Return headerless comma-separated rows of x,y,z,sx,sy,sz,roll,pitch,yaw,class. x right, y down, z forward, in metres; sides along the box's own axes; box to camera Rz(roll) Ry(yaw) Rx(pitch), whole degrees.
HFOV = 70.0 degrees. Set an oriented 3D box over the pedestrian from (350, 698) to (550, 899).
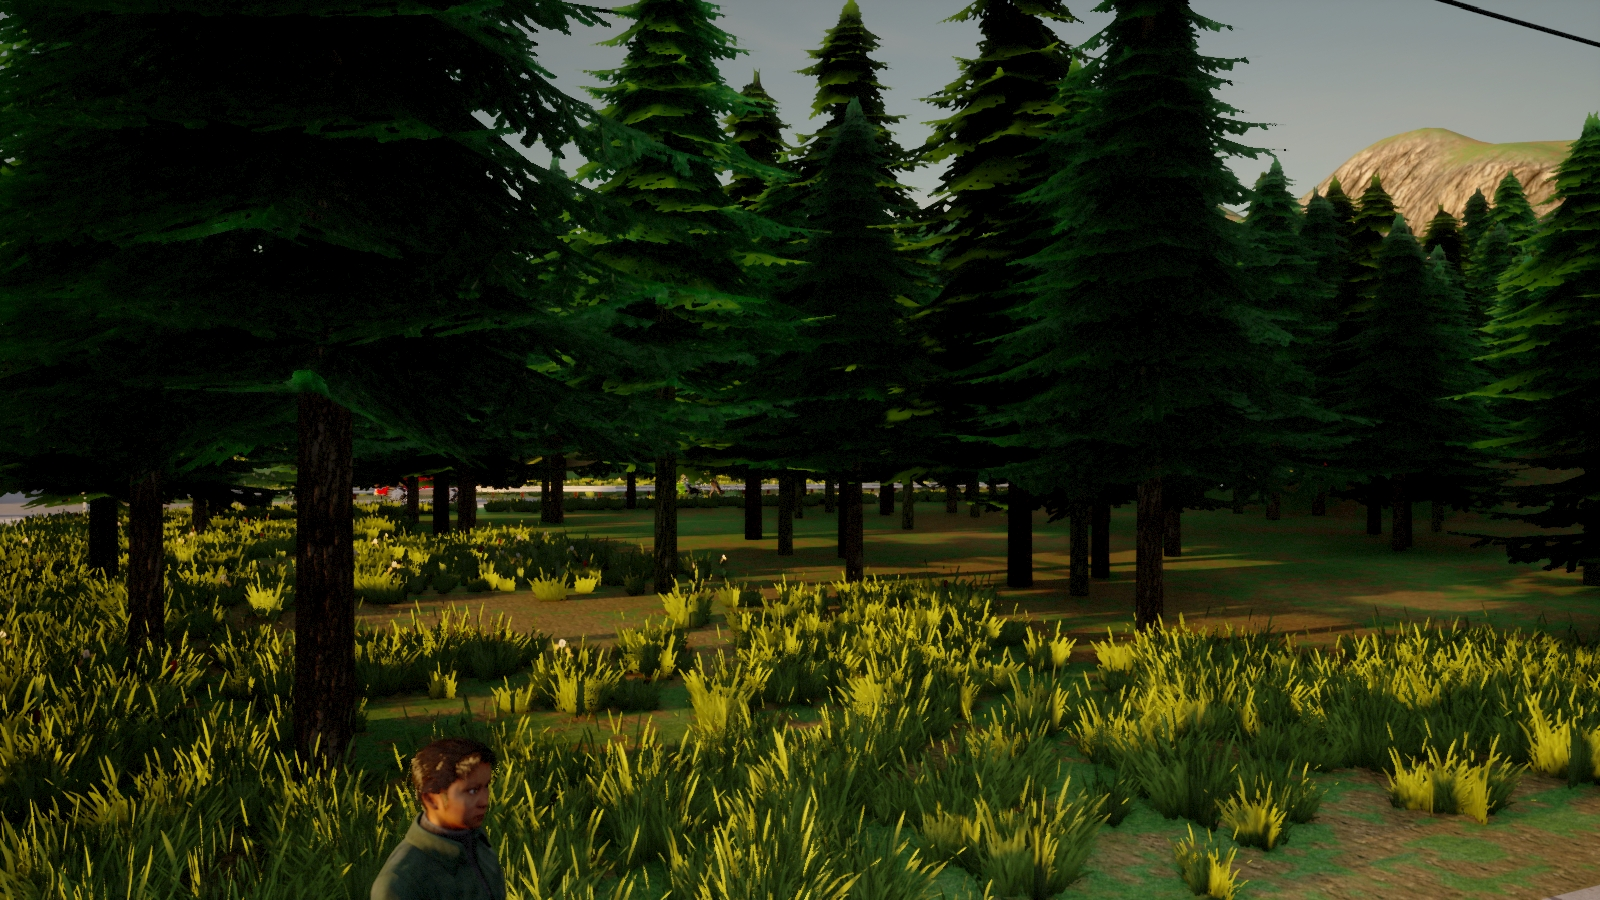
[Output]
-0.951,1.663,3.136,0.375,1.860,0.375,0,0,18,pedestrian
